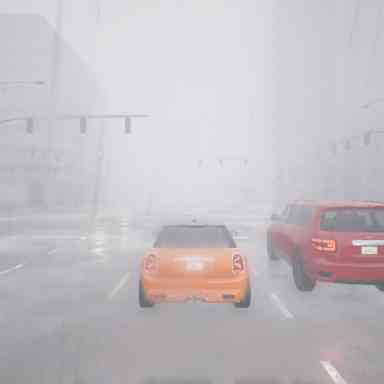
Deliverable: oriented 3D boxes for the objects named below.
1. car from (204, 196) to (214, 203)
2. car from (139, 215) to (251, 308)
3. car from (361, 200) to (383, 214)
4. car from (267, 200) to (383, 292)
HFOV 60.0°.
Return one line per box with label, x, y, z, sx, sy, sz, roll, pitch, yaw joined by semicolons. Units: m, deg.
car;3.615;1.525;71.071;1.812;1.442;4.674;0;0;0
car;0.066;1.352;8.082;2.097;1.767;4.553;0;0;1
car;20.493;1.564;35.263;4.181;1.385;1.994;0;0;1
car;3.544;1.221;9.106;2.150;2.045;5.566;0;0;2
